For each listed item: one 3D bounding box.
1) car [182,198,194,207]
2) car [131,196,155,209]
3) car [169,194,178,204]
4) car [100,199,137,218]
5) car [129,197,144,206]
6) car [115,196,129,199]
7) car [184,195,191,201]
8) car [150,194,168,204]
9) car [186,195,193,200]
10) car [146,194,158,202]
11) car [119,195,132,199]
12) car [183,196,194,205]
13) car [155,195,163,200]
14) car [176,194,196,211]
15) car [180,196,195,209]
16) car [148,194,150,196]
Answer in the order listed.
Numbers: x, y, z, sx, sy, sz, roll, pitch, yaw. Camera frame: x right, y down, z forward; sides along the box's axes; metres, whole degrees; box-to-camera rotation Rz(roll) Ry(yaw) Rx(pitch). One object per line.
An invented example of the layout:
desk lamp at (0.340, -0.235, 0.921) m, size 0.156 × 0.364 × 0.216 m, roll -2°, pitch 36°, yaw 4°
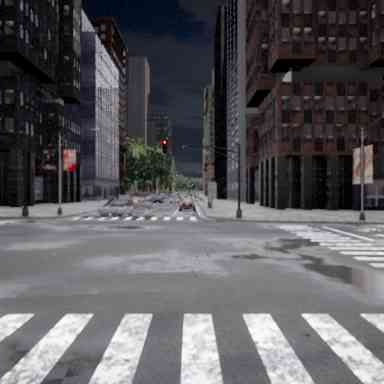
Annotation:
car at (-0.588, 1.558, 50.099) m, size 1.802 × 1.307 × 4.206 m, roll 0°, pitch 0°, yaw 0°
car at (-6.414, 1.570, 43.669) m, size 1.895 × 1.301 × 4.718 m, roll 0°, pitch 0°, yaw 0°
car at (-3.422, 1.598, 65.851) m, size 1.895 × 1.301 × 4.718 m, roll 0°, pitch 0°, yaw 0°
car at (-6.570, 1.554, 29.438) m, size 1.895 × 1.301 × 4.718 m, roll 0°, pitch 0°, yaw 3°
car at (-9.138, 1.508, 55.320) m, size 1.752 × 1.417 × 4.829 m, roll 0°, pitch 0°, yaw 0°
car at (-9.063, 1.530, 39.212) m, size 1.947 × 1.339 × 4.313 m, roll 0°, pitch 0°, yaw 0°
car at (-1.147, 1.529, 82.922) m, size 1.837 × 1.490 × 4.892 m, roll 0°, pitch 0°, yaw 0°
car at (-6.448, 1.543, 64.459) m, size 2.033 × 1.411 × 5.357 m, roll 0°, pitch 0°, yaw 0°
car at (-0.793, 1.591, 93.499) m, size 1.887 × 1.381 × 4.507 m, roll 0°, pitch 0°, yaw 0°
car at (-9.241, 1.330, 77.194) m, size 2.192 × 1.841 × 5.009 m, roll 0°, pitch 0°, yaw 0°
car at (-9.089, 1.285, 44.638) m, size 2.192 × 1.841 × 5.009 m, roll 0°, pitch 0°, yaw 0°
car at (-0.640, 1.535, 60.949) m, size 1.887 × 1.381 × 4.507 m, roll 0°, pitch 0°, yaw 0°
car at (-9.317, 1.591, 93.471) m, size 1.887 × 1.381 × 4.507 m, roll 0°, pitch 0°, yaw 0°
car at (-0.538, 1.404, 39.249) m, size 1.967 × 1.590 × 4.097 m, roll 0°, pitch 0°, yaw 0°
car at (-0.564, 1.410, 44.674) m, size 1.967 × 1.590 × 4.097 m, roll 0°, pitch 0°, yaw 0°
car at (-9.215, 1.588, 71.768) m, size 1.802 × 1.307 × 4.206 m, roll 0°, pitch 0°, yaw 0°
